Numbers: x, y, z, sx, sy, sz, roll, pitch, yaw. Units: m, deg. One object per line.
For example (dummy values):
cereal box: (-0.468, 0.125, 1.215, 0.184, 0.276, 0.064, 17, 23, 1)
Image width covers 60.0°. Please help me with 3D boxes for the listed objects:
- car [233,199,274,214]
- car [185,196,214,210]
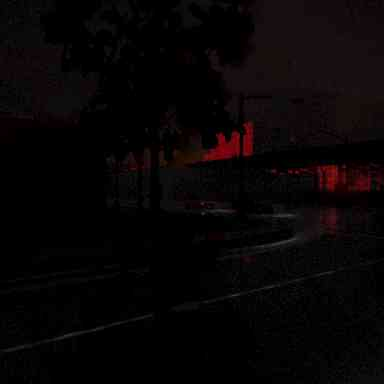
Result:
car: (6.426, 1.478, 35.385, 1.882, 1.535, 5.008, 0, 0, -34)
car: (0.958, 1.352, 43.580, 2.097, 1.767, 4.553, 0, 0, -33)
